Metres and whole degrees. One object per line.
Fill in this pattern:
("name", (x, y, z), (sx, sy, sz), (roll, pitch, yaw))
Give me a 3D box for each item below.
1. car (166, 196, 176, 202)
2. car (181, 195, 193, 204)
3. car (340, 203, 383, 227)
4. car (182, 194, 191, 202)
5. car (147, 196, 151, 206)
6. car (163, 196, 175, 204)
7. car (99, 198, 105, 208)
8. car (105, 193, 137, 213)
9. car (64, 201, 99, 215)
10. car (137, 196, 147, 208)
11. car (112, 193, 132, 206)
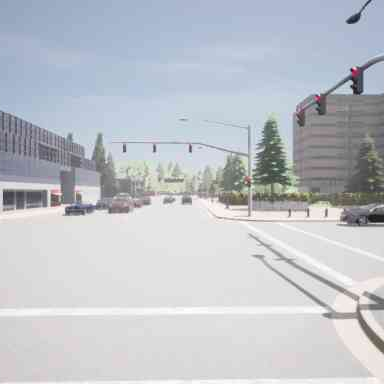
("car", (-4.723, 1.509, 75.330), (1.895, 1.301, 4.718), (0, 0, -1))
("car", (-0.940, 1.503, 61.999), (1.837, 1.490, 4.892), (0, 0, -1))
("car", (12.501, 1.492, 22.300), (4.902, 1.511, 2.128), (0, 0, -1))
("car", (-1.217, 1.355, 75.084), (2.097, 1.767, 4.553), (0, 0, -1))
("car", (-8.041, 1.478, 56.617), (1.882, 1.535, 5.008), (0, 0, 0))
("car", (-4.577, 1.547, 64.694), (2.033, 1.411, 5.357), (0, 0, -1))
("car", (-11.382, 1.505, 44.137), (1.837, 1.490, 4.892), (0, 0, -1))
("car", (-7.775, 1.352, 36.765), (2.097, 1.767, 4.553), (0, 0, -1))
("car", (-11.237, 1.601, 33.692), (1.895, 1.301, 4.718), (0, 0, -1))
("car", (-7.910, 1.564, 46.622), (1.994, 1.385, 4.181), (0, 0, -1))
("car", (-11.517, 1.221, 54.843), (2.150, 2.045, 5.566), (0, 0, 0))
